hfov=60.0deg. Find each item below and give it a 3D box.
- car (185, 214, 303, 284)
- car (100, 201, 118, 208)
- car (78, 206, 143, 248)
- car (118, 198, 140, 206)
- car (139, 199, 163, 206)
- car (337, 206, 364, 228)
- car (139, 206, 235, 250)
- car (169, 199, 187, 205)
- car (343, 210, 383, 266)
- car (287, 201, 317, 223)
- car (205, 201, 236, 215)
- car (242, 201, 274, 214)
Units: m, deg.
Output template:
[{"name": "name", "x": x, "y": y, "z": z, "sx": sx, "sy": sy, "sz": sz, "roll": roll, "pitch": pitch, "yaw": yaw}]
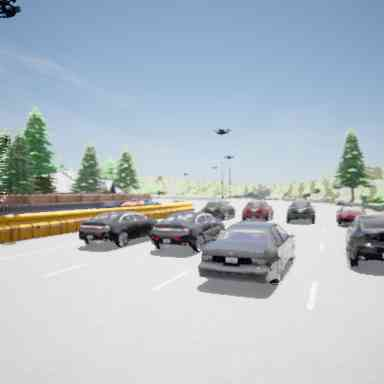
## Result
[{"name": "car", "x": 1.901, "y": 1.610, "z": 9.900, "sx": 2.033, "sy": 1.411, "sz": 5.357, "roll": -1, "pitch": 0, "yaw": 23}, {"name": "car", "x": -12.487, "y": 2.044, "z": 51.740, "sx": 1.994, "sy": 1.385, "sz": 4.181, "roll": -1, "pitch": 0, "yaw": 15}, {"name": "car", "x": -3.192, "y": 1.636, "z": 15.778, "sx": 2.128, "sy": 1.511, "sz": 4.902, "roll": -1, "pitch": 0, "yaw": 23}, {"name": "car", "x": -8.982, "y": 1.800, "z": 51.321, "sx": 2.097, "sy": 1.767, "sz": 4.553, "roll": -1, "pitch": 0, "yaw": 15}, {"name": "car", "x": -5.745, "y": 1.978, "z": 49.902, "sx": 1.994, "sy": 1.385, "sz": 4.181, "roll": -1, "pitch": 0, "yaw": 15}, {"name": "car", "x": 11.746, "y": 1.695, "z": 24.509, "sx": 1.895, "sy": 1.301, "sz": 4.718, "roll": -1, "pitch": 0, "yaw": 22}, {"name": "car", "x": 0.037, "y": 1.601, "z": 14.428, "sx": 2.128, "sy": 1.511, "sz": 4.902, "roll": -1, "pitch": 0, "yaw": 23}, {"name": "car", "x": -2.075, "y": 1.865, "z": 50.059, "sx": 1.882, "sy": 1.535, "sz": 5.008, "roll": -1, "pitch": 0, "yaw": 15}, {"name": "car", "x": 6.303, "y": 1.540, "z": 11.279, "sx": 1.837, "sy": 1.490, "sz": 4.892, "roll": -1, "pitch": -1, "yaw": 23}, {"name": "car", "x": 8.924, "y": 1.484, "z": 26.929, "sx": 2.097, "sy": 1.767, "sz": 4.553, "roll": -1, "pitch": -1, "yaw": 21}, {"name": "car", "x": 2.473, "y": 1.554, "z": 29.644, "sx": 2.097, "sy": 1.767, "sz": 4.553, "roll": -1, "pitch": -1, "yaw": 21}, {"name": "car", "x": 5.699, "y": 1.519, "z": 28.287, "sx": 2.097, "sy": 1.767, "sz": 4.553, "roll": -1, "pitch": -1, "yaw": 21}]
